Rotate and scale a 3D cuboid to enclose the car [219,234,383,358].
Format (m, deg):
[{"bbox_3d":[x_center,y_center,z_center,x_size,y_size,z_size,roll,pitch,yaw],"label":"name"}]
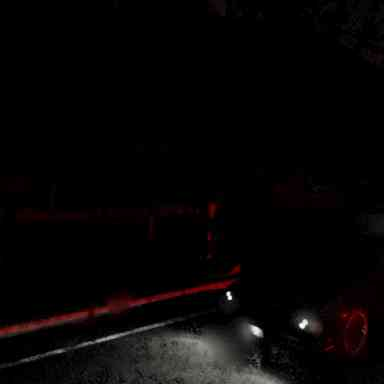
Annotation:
[{"bbox_3d":[3.050,1.536,6.168,5.357,1.411,2.033,0,0,-36],"label":"car"}]
